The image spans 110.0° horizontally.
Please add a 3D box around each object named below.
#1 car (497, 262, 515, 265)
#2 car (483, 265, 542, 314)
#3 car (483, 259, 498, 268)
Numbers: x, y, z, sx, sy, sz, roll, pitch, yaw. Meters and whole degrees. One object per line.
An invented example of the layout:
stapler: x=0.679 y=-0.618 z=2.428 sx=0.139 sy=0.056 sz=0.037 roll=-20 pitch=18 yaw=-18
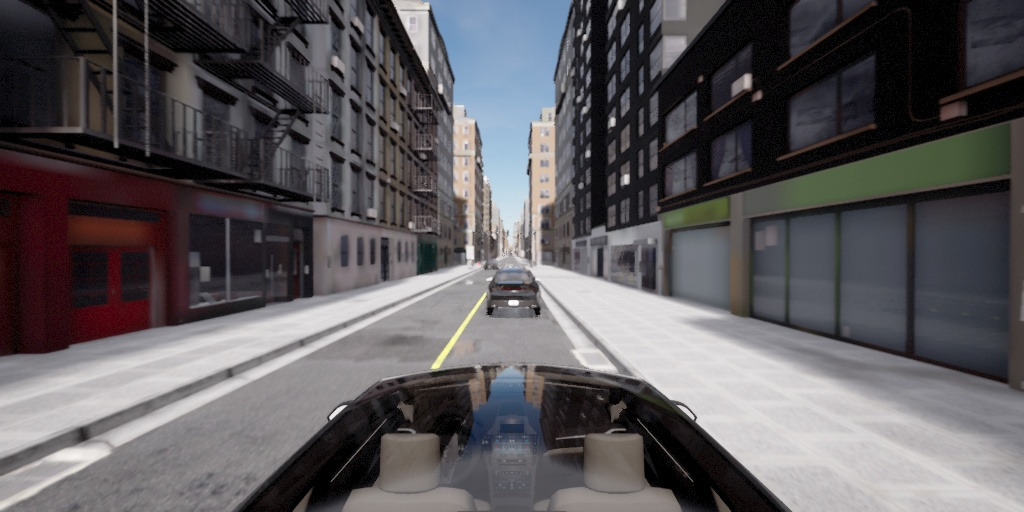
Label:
car: x=0.071 y=1.291 z=27.663 sx=1.895 sy=1.301 sz=4.718 roll=0 pitch=0 yaw=0
car: x=0.071 y=1.226 z=13.521 sx=1.837 sy=1.490 sz=4.892 roll=0 pitch=-1 yaw=0
car: x=-2.802 y=1.141 z=48.394 sx=1.837 sy=1.490 sz=4.892 roll=0 pitch=0 yaw=0
